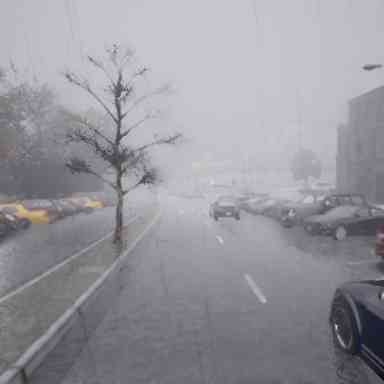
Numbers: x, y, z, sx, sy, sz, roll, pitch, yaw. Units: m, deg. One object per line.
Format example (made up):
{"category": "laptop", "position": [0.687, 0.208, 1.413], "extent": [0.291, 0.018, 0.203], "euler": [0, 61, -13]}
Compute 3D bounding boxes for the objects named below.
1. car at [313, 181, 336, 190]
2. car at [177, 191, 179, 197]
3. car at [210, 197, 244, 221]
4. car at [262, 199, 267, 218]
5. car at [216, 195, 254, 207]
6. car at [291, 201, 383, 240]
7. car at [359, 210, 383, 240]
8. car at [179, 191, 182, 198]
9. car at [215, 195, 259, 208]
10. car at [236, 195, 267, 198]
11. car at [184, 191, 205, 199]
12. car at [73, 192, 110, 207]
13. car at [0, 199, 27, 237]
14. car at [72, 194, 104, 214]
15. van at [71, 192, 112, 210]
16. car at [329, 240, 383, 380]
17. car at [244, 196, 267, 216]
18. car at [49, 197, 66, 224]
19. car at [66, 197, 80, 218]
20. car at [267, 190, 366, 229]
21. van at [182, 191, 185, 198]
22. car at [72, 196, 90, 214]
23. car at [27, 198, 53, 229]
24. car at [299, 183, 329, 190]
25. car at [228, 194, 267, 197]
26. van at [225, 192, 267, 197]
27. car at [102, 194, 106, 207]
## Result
{"category": "car", "position": [23.608, -0.809, 58.287], "extent": [2.435, 2.045, 5.566], "euler": [-7, 4, -30]}
{"category": "car", "position": [-0.336, 0.745, 92.295], "extent": [5.566, 2.045, 2.435], "euler": [0, 0, -30]}
{"category": "car", "position": [2.428, 1.341, 25.347], "extent": [1.812, 1.442, 4.674], "euler": [0, 0, -3]}
{"category": "car", "position": [7.296, 1.357, 21.717], "extent": [4.674, 1.452, 2.002], "euler": [1, 0, -23]}
{"category": "car", "position": [5.883, 1.175, 45.795], "extent": [4.792, 1.488, 2.163], "euler": [0, 0, -25]}
{"category": "car", "position": [7.528, 1.363, 15.673], "extent": [5.008, 1.535, 2.097], "euler": [1, 1, -22]}
{"category": "car", "position": [7.664, 1.408, 9.637], "extent": [5.008, 1.535, 2.097], "euler": [1, 0, -21]}
{"category": "car", "position": [0.145, 0.771, 89.296], "extent": [5.566, 2.045, 2.435], "euler": [0, 1, -30]}
{"category": "car", "position": [5.793, 1.157, 42.736], "extent": [5.366, 1.575, 1.946], "euler": [0, 1, -25]}
{"category": "car", "position": [6.829, 1.290, 30.767], "extent": [4.674, 1.452, 2.002], "euler": [0, 0, -24]}
{"category": "car", "position": [1.150, 0.949, 83.367], "extent": [4.553, 1.767, 2.185], "euler": [0, 0, -30]}
{"category": "car", "position": [-11.898, 1.131, 36.846], "extent": [4.553, 1.767, 2.185], "euler": [-1, 1, -24]}
{"category": "car", "position": [-10.801, 1.272, 16.131], "extent": [4.553, 1.767, 2.185], "euler": [-1, 0, -22]}
{"category": "car", "position": [-11.343, 1.290, 31.005], "extent": [5.366, 1.575, 1.946], "euler": [-1, 0, -23]}
{"category": "van", "position": [-12.061, 1.009, 39.835], "extent": [4.442, 1.987, 1.878], "euler": [-1, 0, -24]}
{"category": "car", "position": [3.064, 1.538, 3.342], "extent": [1.994, 1.385, 4.181], "euler": [0, 0, 0]}
{"category": "car", "position": [7.010, 1.313, 27.748], "extent": [4.674, 1.452, 2.002], "euler": [1, 1, -23]}
{"category": "car", "position": [-10.984, 1.230, 22.066], "extent": [4.553, 1.767, 2.185], "euler": [-1, 1, -22]}
{"category": "car", "position": [-11.156, 1.377, 25.015], "extent": [4.674, 1.452, 2.002], "euler": [-1, 1, -23]}
{"category": "car", "position": [7.399, 1.089, 18.677], "extent": [5.566, 2.045, 2.435], "euler": [1, 1, -22]}
{"category": "van", "position": [0.583, 0.822, 86.290], "extent": [4.442, 1.987, 1.878], "euler": [0, 1, -30]}
{"category": "car", "position": [-11.323, 1.357, 27.971], "extent": [4.674, 1.452, 2.002], "euler": [-1, 1, -23]}
{"category": "car", "position": [-11.052, 1.377, 19.026], "extent": [5.366, 1.575, 1.946], "euler": [-1, 1, -22]}
{"category": "car", "position": [20.655, -0.226, 57.807], "extent": [2.002, 1.452, 4.674], "euler": [-7, 4, -30]}
{"category": "car", "position": [6.650, 1.229, 33.779], "extent": [4.892, 1.521, 2.231], "euler": [1, 1, -24]}
{"category": "van", "position": [6.332, 0.979, 36.740], "extent": [4.442, 1.987, 1.878], "euler": [0, 1, -24]}
{"category": "car", "position": [-11.879, 1.277, 33.806], "extent": [5.366, 1.575, 1.946], "euler": [-1, 1, -24]}
